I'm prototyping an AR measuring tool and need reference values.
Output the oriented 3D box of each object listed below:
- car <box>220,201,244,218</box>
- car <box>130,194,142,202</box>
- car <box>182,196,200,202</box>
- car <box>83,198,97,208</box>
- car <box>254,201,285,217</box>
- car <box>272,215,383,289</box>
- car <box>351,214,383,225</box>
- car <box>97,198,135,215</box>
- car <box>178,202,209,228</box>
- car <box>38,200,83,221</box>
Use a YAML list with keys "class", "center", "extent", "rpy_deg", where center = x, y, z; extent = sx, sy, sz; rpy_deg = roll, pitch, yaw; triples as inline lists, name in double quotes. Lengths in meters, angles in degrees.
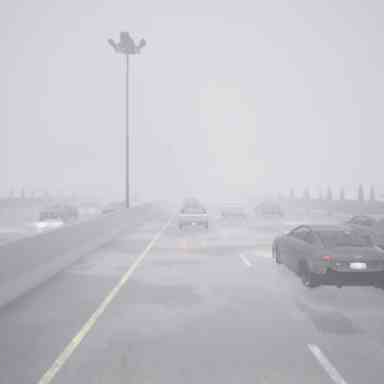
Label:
- class: "car"
  center: [3.568, 1.527, 30.066]
  extent: [1.812, 1.442, 4.674]
  rpy_deg: [0, 0, 0]
- class: "car"
  center: [-11.448, 1.202, 68.043]
  extent: [2.097, 1.767, 4.553]
  rpy_deg: [0, 0, -2]
- class: "car"
  center: [-0.089, 1.354, 40.626]
  extent: [2.097, 1.767, 4.553]
  rpy_deg: [0, 0, -1]
- class: "car"
  center: [-14.424, 1.528, 47.287]
  extent: [1.812, 1.442, 4.674]
  rpy_deg: [0, 0, -1]
- class: "car"
  center: [7.081, 1.549, 30.808]
  extent: [2.033, 1.411, 5.357]
  rpy_deg: [0, 0, 0]
- class: "car"
  center: [3.602, 1.564, 9.215]
  extent: [1.994, 1.385, 4.181]
  rpy_deg: [0, 0, 0]
- class: "car"
  center: [7.104, 1.564, 13.026]
  extent: [1.994, 1.385, 4.181]
  rpy_deg: [0, 0, 0]
- class: "car"
  center: [-7.127, 1.549, 31.821]
  extent: [2.033, 1.411, 5.357]
  rpy_deg: [0, 0, 0]
- class: "car"
  center: [0.103, 1.602, 22.131]
  extent: [1.895, 1.301, 4.718]
  rpy_deg: [0, 0, 0]
- class: "car"
  center: [-10.609, 1.565, 26.680]
  extent: [1.994, 1.385, 4.181]
  rpy_deg: [0, 0, 0]
